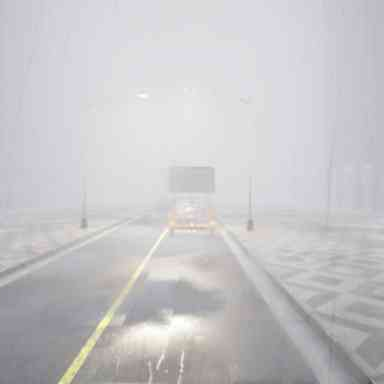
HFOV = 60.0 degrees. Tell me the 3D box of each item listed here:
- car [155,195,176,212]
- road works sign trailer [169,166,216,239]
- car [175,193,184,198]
[{"bbox_3d":[-3.082,1.433,37.641,1.882,1.535,5.008,0,0,0],"label":"car"},{"bbox_3d":[0.005,0.442,17.291,2.380,3.560,2.880,0,0,0],"label":"road works sign trailer"},{"bbox_3d":[-2.979,0.890,79.072,2.150,2.045,5.566,0,0,0],"label":"car"}]
